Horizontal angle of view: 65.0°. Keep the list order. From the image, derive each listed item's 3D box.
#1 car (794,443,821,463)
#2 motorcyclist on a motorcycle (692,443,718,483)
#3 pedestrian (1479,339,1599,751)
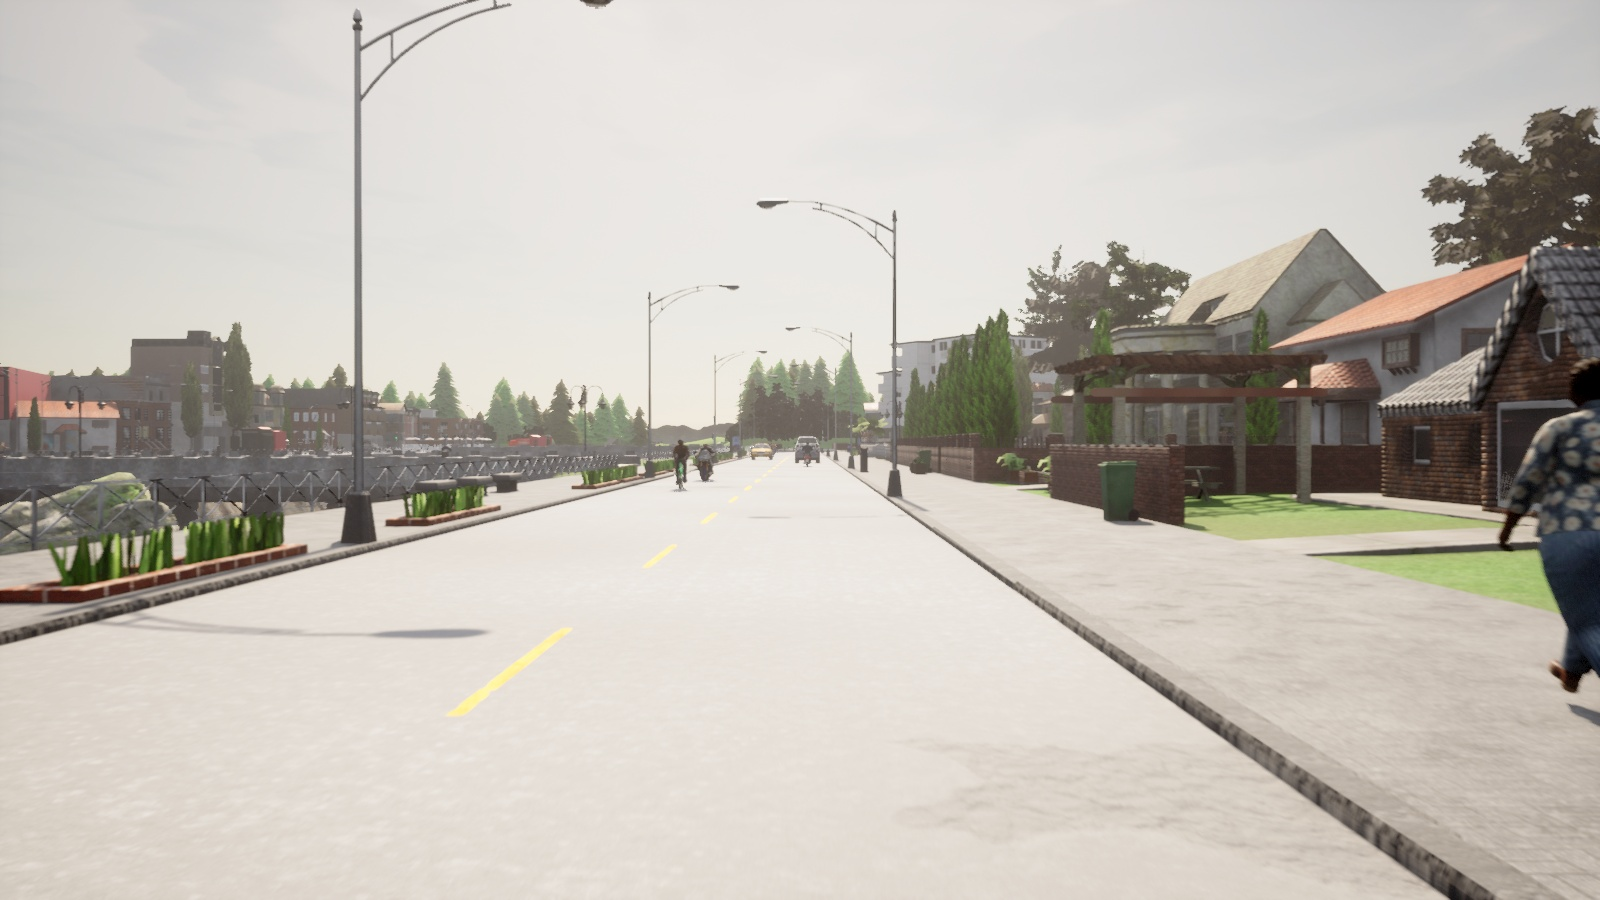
[{"bbox_3d":[0.561,0.178,94.781,1.970,1.475,3.806,0,0,0],"label":"car"},{"bbox_3d":[-3.703,0.502,49.093,0.866,1.530,2.191,0,0,0],"label":"motorcyclist on a motorcycle"},{"bbox_3d":[3.900,0.425,6.044,0.874,1.855,0.900,0,0,11],"label":"pedestrian"}]
